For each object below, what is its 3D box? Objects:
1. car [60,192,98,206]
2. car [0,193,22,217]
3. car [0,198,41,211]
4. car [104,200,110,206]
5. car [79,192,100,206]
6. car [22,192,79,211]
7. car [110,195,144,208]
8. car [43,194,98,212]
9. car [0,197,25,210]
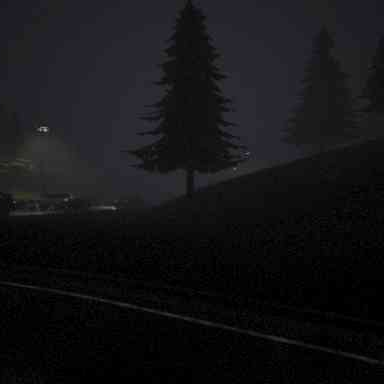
[{"bbox_3d":[-17.238,1.013,50.938,2.150,2.045,5.566,0,1,28],"label":"car"},{"bbox_3d":[-17.548,1.077,27.562,2.150,2.045,5.566,0,0,27],"label":"car"},{"bbox_3d":[-20.006,1.418,38.031,1.895,1.301,4.718,0,0,27],"label":"car"},{"bbox_3d":[-10.437,1.376,48.848,2.033,1.411,5.357,0,0,28],"label":"car"},{"bbox_3d":[-15.253,1.165,47.169,2.097,1.767,4.553,0,0,28],"label":"car"},{"bbox_3d":[-16.071,1.055,38.016,2.150,2.045,5.566,0,0,27],"label":"car"},{"bbox_3d":[-8.449,1.199,45.080,2.097,1.767,4.553,0,0,27],"label":"car"},{"bbox_3d":[-13.079,1.342,36.179,2.128,1.511,4.902,0,0,27],"label":"car"},{"bbox_3d":[-22.843,1.325,40.140,1.812,1.442,4.674,0,0,27],"label":"car"}]
